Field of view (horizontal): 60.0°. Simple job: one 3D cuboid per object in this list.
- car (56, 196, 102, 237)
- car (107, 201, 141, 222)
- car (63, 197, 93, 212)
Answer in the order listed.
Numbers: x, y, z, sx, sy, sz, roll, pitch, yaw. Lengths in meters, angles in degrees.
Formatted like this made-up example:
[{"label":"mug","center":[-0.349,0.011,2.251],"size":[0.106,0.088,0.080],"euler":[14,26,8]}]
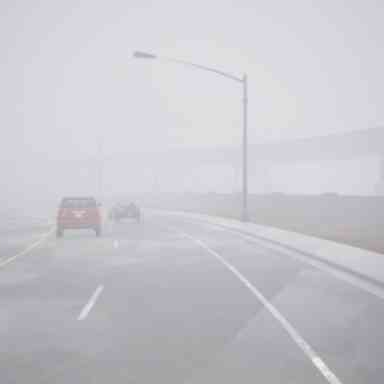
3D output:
[{"label":"car","center":[-6.256,1.224,18.588],"size":[2.150,2.045,5.566],"euler":[0,0,-17]},{"label":"car","center":[-5.373,1.461,25.958],"size":[2.128,1.511,4.902],"euler":[-1,0,-23]},{"label":"car","center":[-13.669,1.463,39.680],"size":[1.801,1.575,5.366],"euler":[-1,0,-38]}]
